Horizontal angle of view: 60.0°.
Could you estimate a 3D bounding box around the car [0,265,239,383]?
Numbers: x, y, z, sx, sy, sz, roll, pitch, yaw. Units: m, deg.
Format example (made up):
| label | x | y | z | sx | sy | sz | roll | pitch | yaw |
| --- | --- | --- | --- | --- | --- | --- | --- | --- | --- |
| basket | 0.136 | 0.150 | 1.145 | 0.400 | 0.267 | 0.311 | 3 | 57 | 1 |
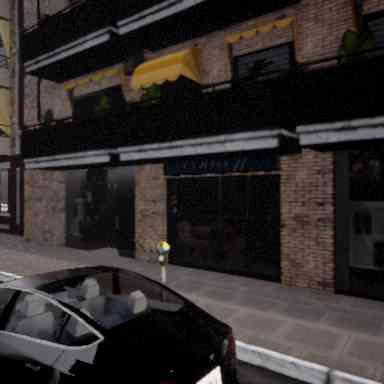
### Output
| label | x | y | z | sx | sy | sz | roll | pitch | yaw |
| --- | --- | --- | --- | --- | --- | --- | --- | --- | --- |
| car | -1.556 | 1.548 | 3.842 | 4.313 | 1.339 | 1.947 | 0 | 0 | 36 |
